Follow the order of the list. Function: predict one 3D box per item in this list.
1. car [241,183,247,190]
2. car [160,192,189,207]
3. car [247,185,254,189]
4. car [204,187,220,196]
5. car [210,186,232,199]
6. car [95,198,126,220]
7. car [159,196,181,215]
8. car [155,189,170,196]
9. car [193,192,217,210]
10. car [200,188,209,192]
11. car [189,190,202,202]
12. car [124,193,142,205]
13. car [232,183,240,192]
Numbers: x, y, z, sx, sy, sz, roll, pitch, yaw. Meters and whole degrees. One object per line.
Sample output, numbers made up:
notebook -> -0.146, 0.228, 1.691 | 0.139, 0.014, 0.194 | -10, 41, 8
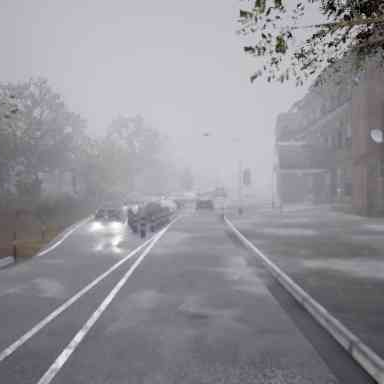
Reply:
car -> 12.163, -1.119, 88.230 | 2.231, 1.521, 4.892 | -3, 2, 26
car -> -2.090, 1.178, 40.112 | 2.097, 1.535, 5.008 | 1, 3, 9
car -> 14.691, -1.627, 93.236 | 2.435, 2.045, 5.566 | -3, 2, 28
car -> 4.181, -0.134, 68.161 | 2.097, 1.535, 5.008 | 0, 3, 18
car -> 5.207, 0.033, 58.265 | 2.150, 2.045, 5.566 | 0, 3, 14
car -> -6.741, 1.489, 27.301 | 1.895, 1.301, 4.718 | 0, 1, -7
car -> -2.601, 1.509, 33.998 | 2.002, 1.452, 4.674 | -2, 2, 4
car -> -5.623, 0.110, 63.633 | 1.895, 1.301, 4.718 | 0, 2, 11
car -> 1.617, 1.202, 39.109 | 1.882, 1.535, 5.008 | 0, 3, 7
car -> 0.968, 0.444, 56.578 | 2.097, 1.535, 5.008 | -1, 3, 14
car -> -0.357, 0.766, 50.496 | 2.002, 1.452, 4.674 | -1, 2, 12
car -> -7.685, 0.863, 43.373 | 1.837, 1.490, 4.892 | 0, 2, 1
car -> 9.814, -0.863, 83.162 | 2.231, 1.521, 4.892 | -3, 2, 25
